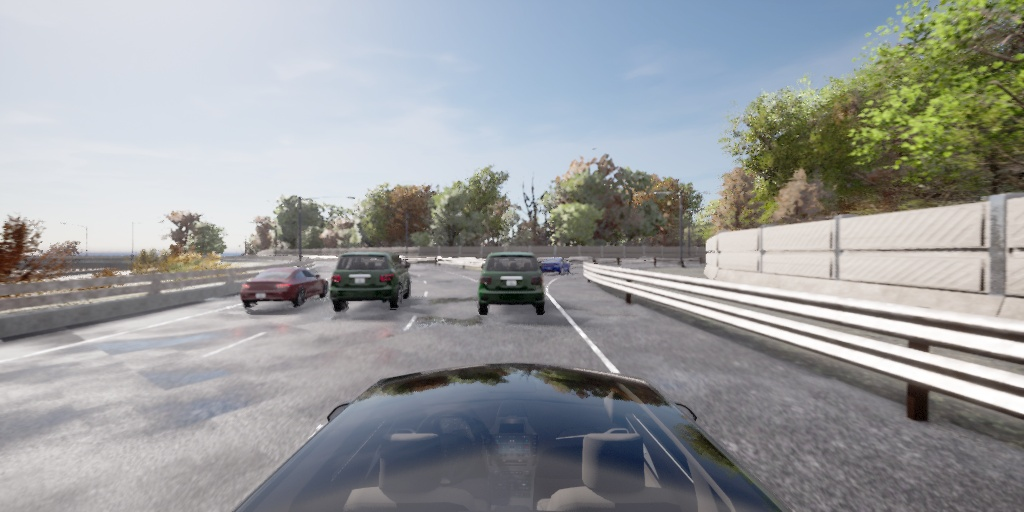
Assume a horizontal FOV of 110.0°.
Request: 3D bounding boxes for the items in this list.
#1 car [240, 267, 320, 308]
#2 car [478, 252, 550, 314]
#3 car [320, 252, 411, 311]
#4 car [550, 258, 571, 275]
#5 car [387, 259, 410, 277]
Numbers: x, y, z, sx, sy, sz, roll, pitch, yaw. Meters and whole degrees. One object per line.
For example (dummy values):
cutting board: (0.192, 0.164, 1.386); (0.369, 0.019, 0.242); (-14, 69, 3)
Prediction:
car: (-8.984, 1.171, 14.481); (1.812, 1.442, 4.674); (0, 0, -11)
car: (0.012, 0.872, 13.406); (2.150, 2.045, 5.566); (0, 1, 1)
car: (-5.337, 0.867, 14.146); (2.150, 2.045, 5.566); (0, 0, -10)
car: (4.394, 0.940, 35.011); (1.882, 1.535, 5.008); (0, 0, 24)
car: (-10.401, 1.016, 32.603); (1.812, 1.442, 4.674); (0, 0, -19)
